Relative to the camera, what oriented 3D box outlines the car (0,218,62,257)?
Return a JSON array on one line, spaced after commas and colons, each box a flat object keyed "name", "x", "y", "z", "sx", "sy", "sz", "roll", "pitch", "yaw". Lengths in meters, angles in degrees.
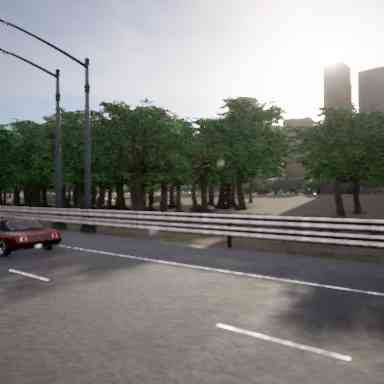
[{"name": "car", "x": -7.458, "y": 1.732, "z": 13.698, "sx": 4.718, "sy": 1.301, "sz": 1.895, "roll": -1, "pitch": 0, "yaw": 37}]
